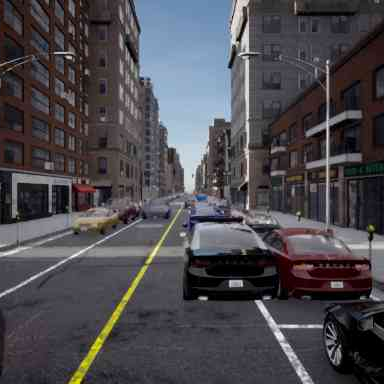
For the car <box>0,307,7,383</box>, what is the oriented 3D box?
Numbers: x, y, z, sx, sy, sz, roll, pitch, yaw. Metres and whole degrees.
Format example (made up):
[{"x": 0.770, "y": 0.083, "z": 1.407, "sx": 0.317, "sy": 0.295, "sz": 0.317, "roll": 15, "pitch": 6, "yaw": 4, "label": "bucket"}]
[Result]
[{"x": -2.851, "y": 1.505, "z": 1.554, "sx": 1.837, "sy": 1.490, "sz": 4.892, "roll": 0, "pitch": 0, "yaw": 0, "label": "car"}]

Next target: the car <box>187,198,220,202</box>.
[{"x": 0.779, "y": 1.481, "z": 24.423, "sx": 1.882, "sy": 1.535, "sz": 5.008, "roll": 0, "pitch": 0, "yaw": 0, "label": "car"}]

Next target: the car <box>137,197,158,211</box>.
[{"x": -5.465, "y": 1.446, "z": 41.337, "sx": 1.967, "sy": 1.590, "sz": 4.097, "roll": 0, "pitch": 0, "yaw": 0, "label": "car"}]

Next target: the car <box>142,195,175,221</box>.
[{"x": -2.799, "y": 1.355, "z": 27.527, "sx": 2.097, "sy": 1.767, "sz": 4.553, "roll": 0, "pitch": 0, "yaw": 0, "label": "car"}]

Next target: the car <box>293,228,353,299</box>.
[{"x": 2.621, "y": 1.545, "z": 8.246, "sx": 1.887, "sy": 1.381, "sz": 4.507, "roll": 0, "pitch": 0, "yaw": 0, "label": "car"}]

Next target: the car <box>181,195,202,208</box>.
[{"x": -0.063, "y": 1.498, "z": 46.417, "sx": 2.128, "sy": 1.511, "sz": 4.902, "roll": 0, "pitch": 0, "yaw": 0, "label": "car"}]

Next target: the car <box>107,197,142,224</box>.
[{"x": -5.434, "y": 1.318, "z": 24.781, "sx": 2.192, "sy": 1.841, "sz": 5.009, "roll": 0, "pitch": 0, "yaw": 0, "label": "car"}]

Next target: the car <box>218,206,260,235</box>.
[{"x": 2.601, "y": 1.584, "z": 19.284, "sx": 1.802, "sy": 1.307, "sz": 4.206, "roll": 0, "pitch": 0, "yaw": 0, "label": "car"}]

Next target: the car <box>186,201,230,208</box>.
[{"x": 0.790, "y": 1.480, "z": 18.423, "sx": 1.882, "sy": 1.535, "sz": 5.008, "roll": 0, "pitch": 0, "yaw": 0, "label": "car"}]

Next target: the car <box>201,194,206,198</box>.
[{"x": 2.550, "y": 1.447, "z": 46.878, "sx": 1.967, "sy": 1.590, "sz": 4.097, "roll": 0, "pitch": 0, "yaw": 0, "label": "car"}]

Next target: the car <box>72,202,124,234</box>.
[{"x": -5.419, "y": 1.527, "z": 19.095, "sx": 1.752, "sy": 1.417, "sz": 4.829, "roll": 0, "pitch": 0, "yaw": 0, "label": "car"}]

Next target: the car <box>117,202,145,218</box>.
[{"x": -5.444, "y": 1.586, "z": 30.300, "sx": 1.802, "sy": 1.307, "sz": 4.206, "roll": 0, "pitch": 0, "yaw": 0, "label": "car"}]

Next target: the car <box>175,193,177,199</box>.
[{"x": -5.545, "y": 1.556, "z": 85.136, "sx": 1.887, "sy": 1.381, "sz": 4.507, "roll": 0, "pitch": 0, "yaw": 0, "label": "car"}]

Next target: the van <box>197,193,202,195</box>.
[{"x": 2.490, "y": 1.352, "z": 79.478, "sx": 1.690, "sy": 1.788, "sz": 3.998, "roll": 0, "pitch": 0, "yaw": 0, "label": "van"}]

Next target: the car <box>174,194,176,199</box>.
[{"x": -5.535, "y": 1.562, "z": 79.455, "sx": 2.008, "sy": 1.369, "sz": 4.403, "roll": 0, "pitch": 0, "yaw": 0, "label": "car"}]

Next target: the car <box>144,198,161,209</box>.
[{"x": -5.475, "y": 1.532, "z": 46.685, "sx": 1.752, "sy": 1.417, "sz": 4.829, "roll": 0, "pitch": 0, "yaw": 0, "label": "car"}]

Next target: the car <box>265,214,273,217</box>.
[{"x": 2.611, "y": 1.552, "z": 13.765, "sx": 2.008, "sy": 1.369, "sz": 4.403, "roll": 0, "pitch": 0, "yaw": 0, "label": "car"}]

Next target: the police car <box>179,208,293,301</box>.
[{"x": 0.712, "y": 1.426, "z": 8.514, "sx": 1.930, "sy": 1.638, "sz": 5.238, "roll": 0, "pitch": 0, "yaw": -2, "label": "police car"}]

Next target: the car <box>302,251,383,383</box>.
[{"x": 2.632, "y": 1.566, "z": 2.727, "sx": 1.947, "sy": 1.339, "sz": 4.313, "roll": 0, "pitch": 0, "yaw": 0, "label": "car"}]

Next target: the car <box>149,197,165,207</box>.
[{"x": -5.485, "y": 1.559, "z": 52.373, "sx": 2.008, "sy": 1.369, "sz": 4.403, "roll": 0, "pitch": 0, "yaw": 0, "label": "car"}]
